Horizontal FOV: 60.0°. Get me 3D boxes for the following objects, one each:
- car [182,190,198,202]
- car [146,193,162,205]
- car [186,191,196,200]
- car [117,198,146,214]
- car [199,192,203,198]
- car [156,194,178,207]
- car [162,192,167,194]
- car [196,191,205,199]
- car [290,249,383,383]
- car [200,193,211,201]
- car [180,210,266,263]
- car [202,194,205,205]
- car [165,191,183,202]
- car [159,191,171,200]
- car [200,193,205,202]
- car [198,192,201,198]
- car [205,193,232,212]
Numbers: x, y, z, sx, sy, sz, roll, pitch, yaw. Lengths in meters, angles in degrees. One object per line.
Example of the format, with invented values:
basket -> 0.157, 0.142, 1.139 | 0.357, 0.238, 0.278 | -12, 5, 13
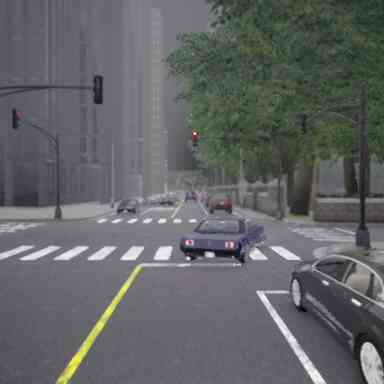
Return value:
car -> -0.195, 0.774, 60.813 | 2.150, 2.045, 5.566 | 0, 1, 0
car -> -5.949, 1.192, 47.841 | 2.008, 1.369, 4.403 | 0, 0, 0
car -> -0.281, 0.750, 72.004 | 2.097, 1.767, 4.553 | 0, 0, 0
car -> -5.885, 1.322, 31.471 | 1.947, 1.339, 4.313 | 0, 0, 0
car -> 2.555, 1.153, 53.339 | 2.008, 1.369, 4.403 | 0, 0, 0
car -> -3.264, 1.268, 44.097 | 1.895, 1.301, 4.718 | 0, 0, 0
car -> -5.992, 1.147, 58.755 | 1.802, 1.307, 4.206 | 0, 0, 0
car -> 2.067, 0.759, 82.135 | 2.097, 1.767, 4.553 | 0, 0, 0
car -> 2.745, 1.510, 4.850 | 2.008, 1.369, 4.403 | 0, 0, 0
car -> 2.512, 0.966, 64.251 | 1.967, 1.590, 4.097 | 0, 0, 0
car -> 1.317, 1.515, 11.661 | 1.895, 1.301, 4.718 | 0, 0, 21
car -> 2.598, 1.244, 42.426 | 1.947, 1.339, 4.313 | 0, 0, 0
car -> -3.270, 1.102, 60.287 | 2.033, 1.411, 5.357 | 0, 0, 0
car -> -6.056, 0.767, 75.124 | 2.192, 1.841, 5.009 | 0, 0, 0
car -> 2.576, 1.191, 47.882 | 2.008, 1.369, 4.403 | 0, 0, 0
car -> 2.534, 1.004, 58.794 | 1.967, 1.590, 4.097 | 0, 0, 0
car -> 2.640, 1.069, 31.512 | 2.192, 1.841, 5.009 | 0, 0, 0
